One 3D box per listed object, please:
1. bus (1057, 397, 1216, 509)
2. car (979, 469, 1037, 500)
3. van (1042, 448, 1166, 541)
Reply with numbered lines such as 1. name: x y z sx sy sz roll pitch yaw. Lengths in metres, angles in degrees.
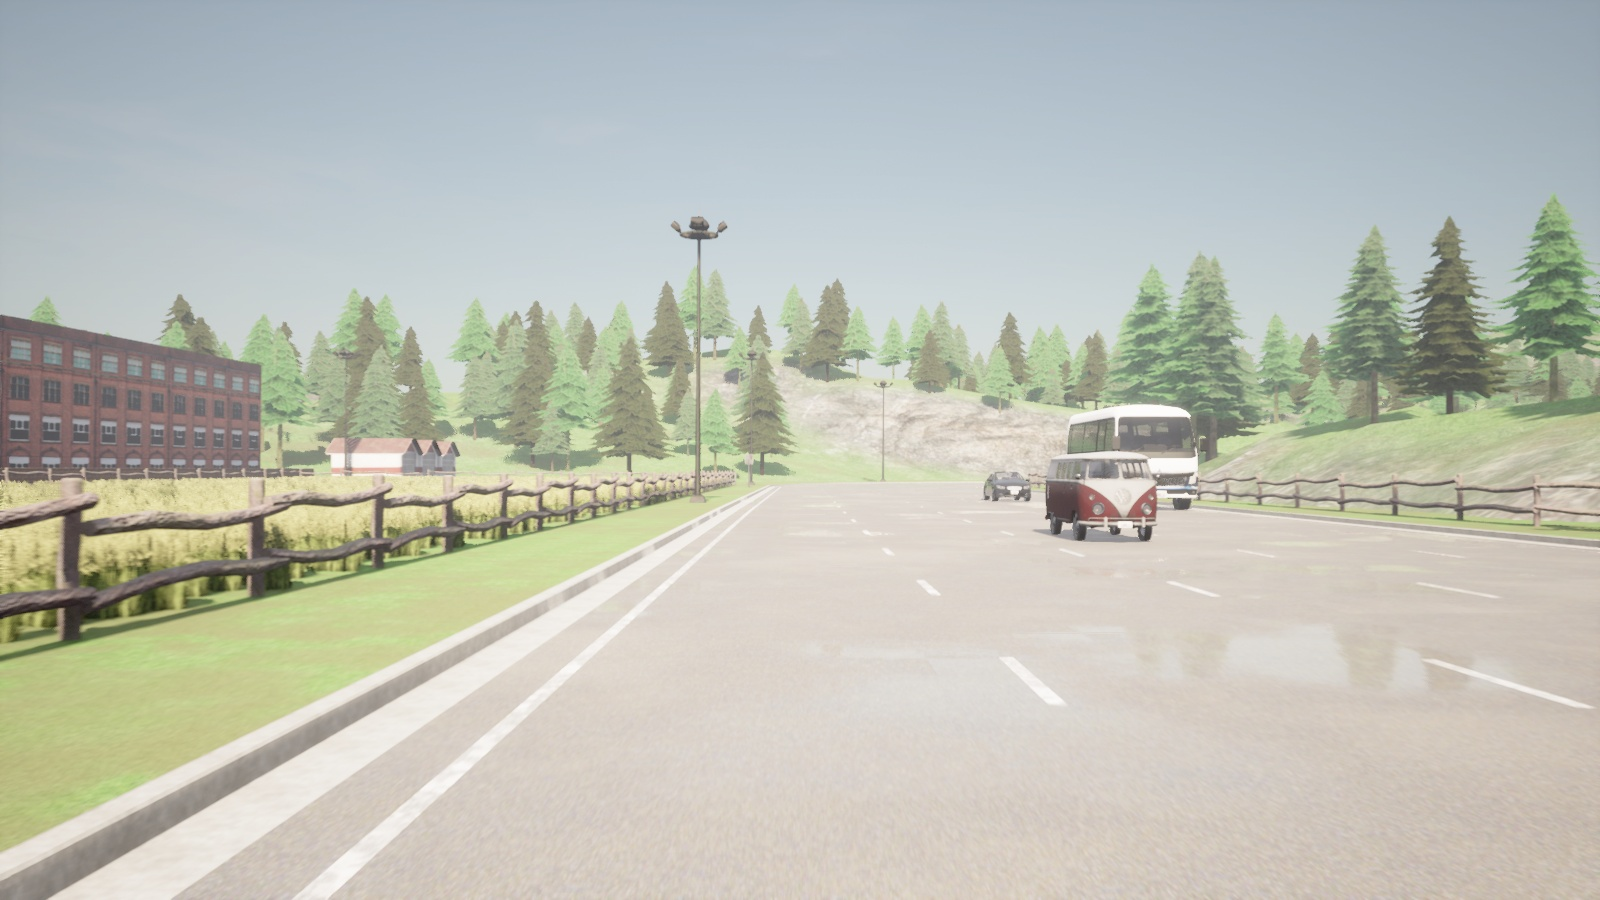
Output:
1. bus: 13.902 0.198 53.052 3.944 4.253 10.273 0 -1 0
2. car: 10.433 1.703 63.397 2.128 1.511 4.902 0 -1 0
3. van: 6.929 0.986 29.110 1.775 1.987 4.442 0 -1 0
